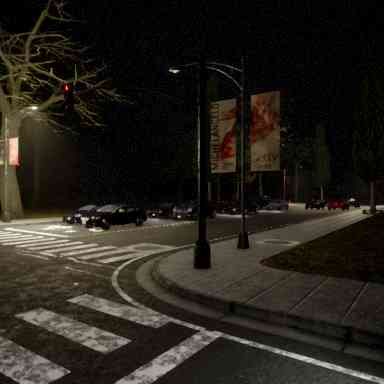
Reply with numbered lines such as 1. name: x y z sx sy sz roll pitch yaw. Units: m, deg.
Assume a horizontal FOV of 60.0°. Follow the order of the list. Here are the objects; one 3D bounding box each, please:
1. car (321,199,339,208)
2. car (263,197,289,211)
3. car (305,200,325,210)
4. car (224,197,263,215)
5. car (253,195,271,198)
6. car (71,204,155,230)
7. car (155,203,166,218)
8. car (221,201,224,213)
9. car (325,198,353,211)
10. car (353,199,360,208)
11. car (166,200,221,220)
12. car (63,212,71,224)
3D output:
1. car: 23.481 1.916 56.354 1.812 1.442 4.674 0 -1 35
2. car: 11.823 1.772 45.678 1.812 1.442 4.674 0 0 36
3. car: 17.796 1.824 48.247 1.812 1.442 4.674 0 0 35
4. car: 5.878 1.680 37.283 1.837 1.490 4.892 0 0 35
5. car: 9.899 1.472 48.582 2.150 2.045 5.566 0 0 38
6. car: -5.016 1.567 21.793 2.128 1.511 4.902 0 0 35
7. car: -1.903 1.667 31.861 2.033 1.411 5.357 0 0 35
8. car: 3.821 1.776 40.013 1.895 1.301 4.718 0 0 35
9. car: 20.617 1.659 46.614 2.097 1.767 4.553 0 0 35
10. car: 26.370 1.892 54.801 2.128 1.511 4.902 0 -1 35
11. car: 0.229 1.473 29.252 2.097 1.767 4.553 0 0 35
12. car: -7.228 1.637 24.312 1.994 1.385 4.181 0 0 36
